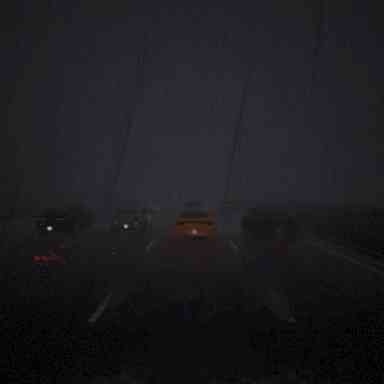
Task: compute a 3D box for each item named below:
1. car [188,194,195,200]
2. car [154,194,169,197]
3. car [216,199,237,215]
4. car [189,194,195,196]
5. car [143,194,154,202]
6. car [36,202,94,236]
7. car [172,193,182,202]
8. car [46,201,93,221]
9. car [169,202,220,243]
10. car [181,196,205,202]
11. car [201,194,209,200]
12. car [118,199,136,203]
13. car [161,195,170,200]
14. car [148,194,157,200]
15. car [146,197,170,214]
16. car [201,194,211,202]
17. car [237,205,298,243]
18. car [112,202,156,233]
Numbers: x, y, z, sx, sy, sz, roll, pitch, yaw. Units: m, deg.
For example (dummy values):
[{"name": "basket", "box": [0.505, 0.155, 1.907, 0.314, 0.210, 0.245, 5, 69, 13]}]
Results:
[{"name": "car", "box": [-0.016, 1.367, 88.406, 1.812, 1.442, 4.674, 0, 0, 0]}, {"name": "car", "box": [-7.007, 1.340, 78.312, 2.097, 1.767, 4.553, 0, 0, 0]}, {"name": "car", "box": [3.597, 1.489, 34.186, 2.128, 1.511, 4.902, 0, 0, 0]}, {"name": "car", "box": [-0.007, 1.342, 78.730, 2.097, 1.767, 4.553, 0, 0, 0]}, {"name": "car", "box": [-10.507, 1.511, 78.376, 1.812, 1.442, 4.674, 0, 0, 0]}, {"name": "car", "box": [-6.901, 1.503, 18.545, 1.837, 1.490, 4.892, 0, 0, 0]}, {"name": "car", "box": [-3.507, 1.197, 77.990, 2.150, 2.045, 5.566, 0, 0, 0]}, {"name": "car", "box": [-10.403, 1.545, 28.762, 2.033, 1.411, 5.357, 0, 0, 0]}, {"name": "car", "box": [0.098, 1.476, 16.100, 1.882, 1.535, 5.008, 0, 0, 0]}, {"name": "car", "box": [0.097, 1.502, 34.270, 1.837, 1.490, 4.892, 0, 0, 0]}, {"name": "car", "box": [3.484, 1.321, 88.417, 1.882, 1.535, 5.008, 0, 0, 0]}, {"name": "car", "box": [-6.903, 1.475, 35.773, 1.882, 1.535, 5.008, 0, 0, 0]}, {"name": "car", "box": [-7.014, 1.378, 87.968, 1.994, 1.385, 4.181, 0, 0, 0]}, {"name": "car", "box": [-10.516, 1.321, 88.374, 1.882, 1.535, 5.008, 0, 0, 0]}, {"name": "car", "box": [-3.417, 1.523, 35.241, 1.812, 1.442, 4.674, 0, 0, 0]}, {"name": "car", "box": [3.493, 1.526, 78.344, 2.033, 1.411, 5.357, 0, 0, 0]}, {"name": "car", "box": [3.598, 1.477, 16.201, 1.882, 1.535, 5.008, 0, 0, 0]}, {"name": "car", "box": [-3.401, 1.524, 19.396, 1.812, 1.442, 4.674, 0, 0, 0]}]
